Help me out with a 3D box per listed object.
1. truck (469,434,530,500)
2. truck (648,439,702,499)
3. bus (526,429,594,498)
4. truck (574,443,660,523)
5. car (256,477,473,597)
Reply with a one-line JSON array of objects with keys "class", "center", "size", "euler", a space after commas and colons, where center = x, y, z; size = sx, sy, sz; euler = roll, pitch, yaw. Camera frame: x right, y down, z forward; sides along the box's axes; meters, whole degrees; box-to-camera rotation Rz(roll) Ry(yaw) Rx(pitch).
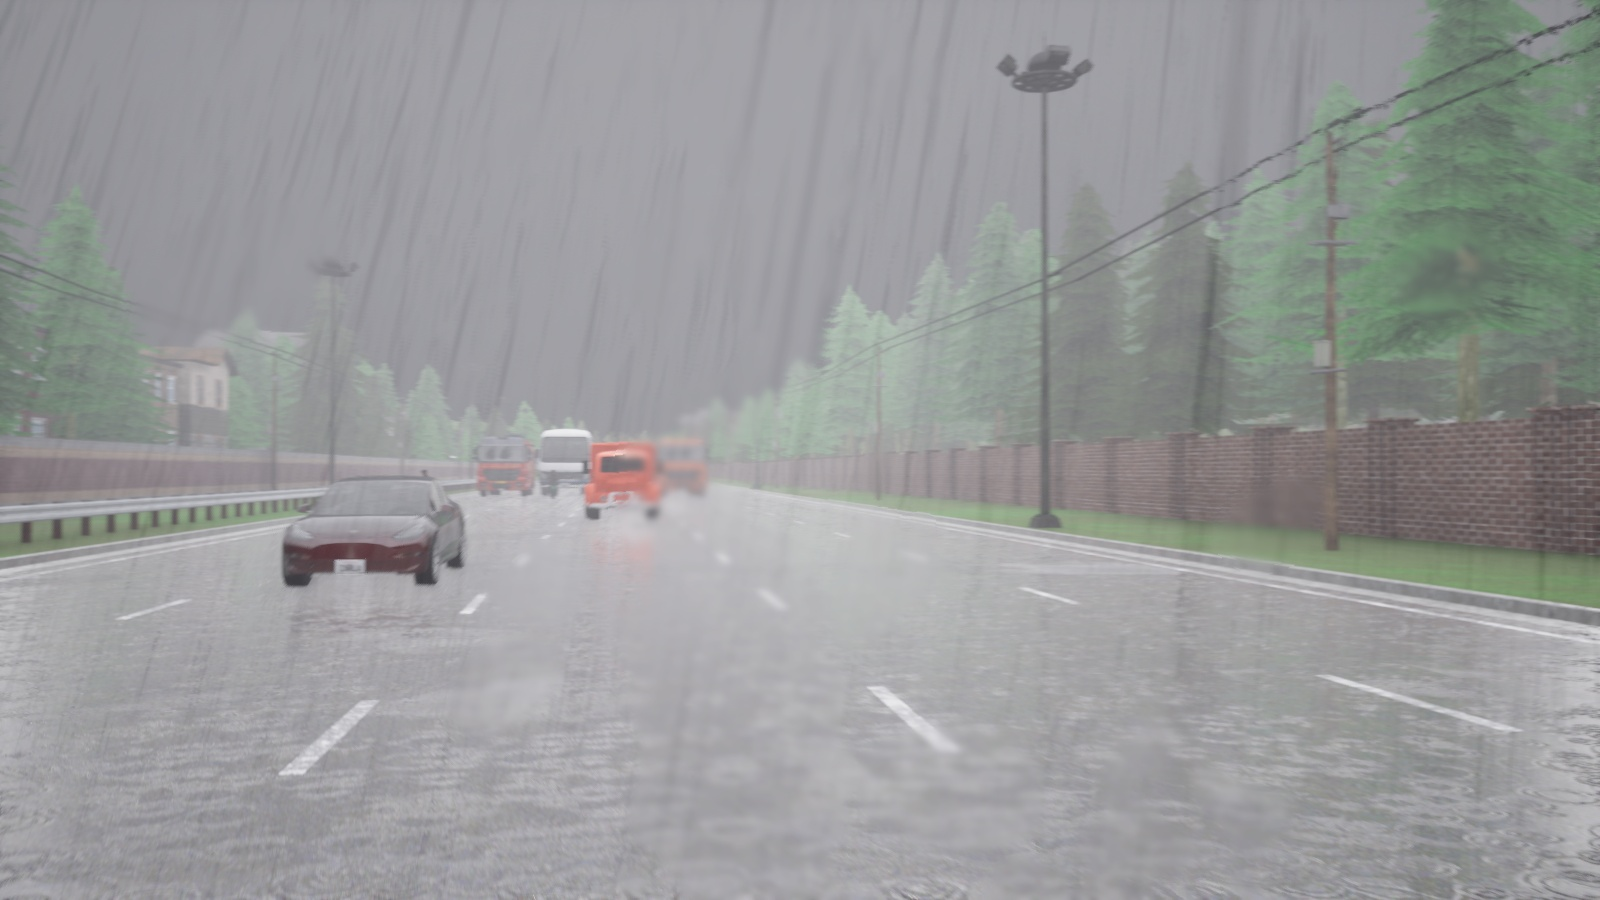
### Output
[{"class": "truck", "center": [-18.485, 1.064, 77.700], "size": [2.891, 3.827, 8.468], "euler": [0, -1, -8]}, {"class": "truck", "center": [-7.690, 1.156, 76.486], "size": [2.891, 3.462, 7.936], "euler": [0, -1, -8]}, {"class": "bus", "center": [-15.680, 0.917, 82.650], "size": [3.944, 4.253, 10.273], "euler": [0, -1, -8]}, {"class": "truck", "center": [-6.010, 1.054, 41.234], "size": [2.627, 2.467, 5.204], "euler": [0, -1, -8]}, {"class": "car", "center": [-6.179, 1.162, 18.457], "size": [2.163, 1.488, 4.792], "euler": [0, -1, -8]}]
